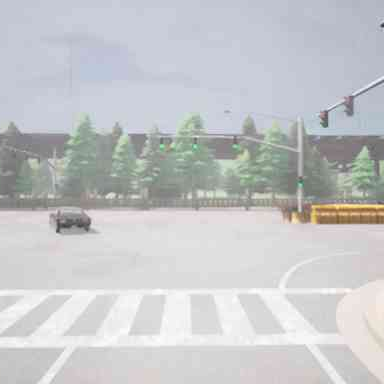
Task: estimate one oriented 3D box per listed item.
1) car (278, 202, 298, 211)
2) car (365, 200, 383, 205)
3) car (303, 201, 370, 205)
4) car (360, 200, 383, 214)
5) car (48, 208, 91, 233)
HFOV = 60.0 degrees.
[{"bbox_3d":[11.745,1.675,35.743,4.718,1.301,1.895,0,0,-2],"label":"car"},{"bbox_3d":[17.232,1.559,32.410,4.902,1.511,2.128,0,0,-2],"label":"car"},{"bbox_3d":[12.283,1.660,28.724,4.718,1.301,1.895,0,0,-3],"label":"car"},{"bbox_3d":[21.389,1.622,36.040,5.357,1.411,2.033,0,0,-2],"label":"car"},{"bbox_3d":[-7.609,1.644,20.387,1.895,1.301,4.718,0,0,-29],"label":"car"}]
